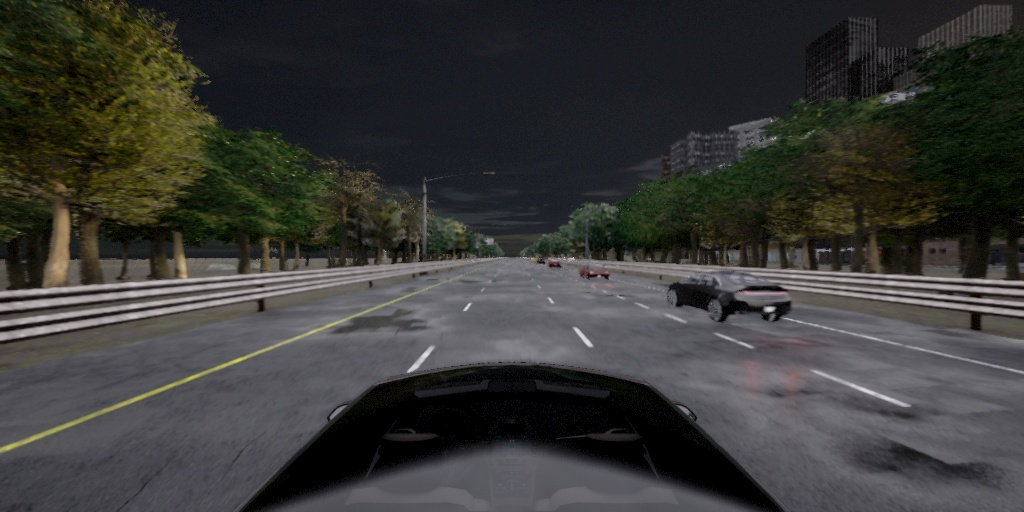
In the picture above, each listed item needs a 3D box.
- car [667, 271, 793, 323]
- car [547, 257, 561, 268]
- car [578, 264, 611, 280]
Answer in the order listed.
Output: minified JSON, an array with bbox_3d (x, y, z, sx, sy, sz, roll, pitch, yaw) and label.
[{"bbox_3d":[7.003,1.247,12.185,2.128,1.511,4.902,0,0,0],"label":"car"},{"bbox_3d":[7.151,1.291,61.093,1.882,1.535,5.008,0,0,0],"label":"car"},{"bbox_3d":[7.033,1.377,31.137,1.895,1.301,4.718,0,0,0],"label":"car"}]
